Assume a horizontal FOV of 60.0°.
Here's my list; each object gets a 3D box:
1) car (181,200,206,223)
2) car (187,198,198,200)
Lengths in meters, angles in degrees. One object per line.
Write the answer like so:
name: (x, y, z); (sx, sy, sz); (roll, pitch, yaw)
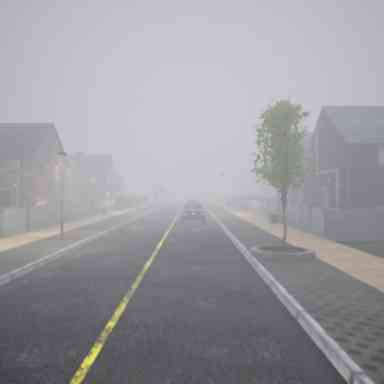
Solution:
car: (0.100, 1.565, 25.694); (2.033, 1.411, 5.357); (0, 0, 0)
car: (0.096, 1.514, 43.662); (2.128, 1.511, 4.902); (0, 0, 0)
